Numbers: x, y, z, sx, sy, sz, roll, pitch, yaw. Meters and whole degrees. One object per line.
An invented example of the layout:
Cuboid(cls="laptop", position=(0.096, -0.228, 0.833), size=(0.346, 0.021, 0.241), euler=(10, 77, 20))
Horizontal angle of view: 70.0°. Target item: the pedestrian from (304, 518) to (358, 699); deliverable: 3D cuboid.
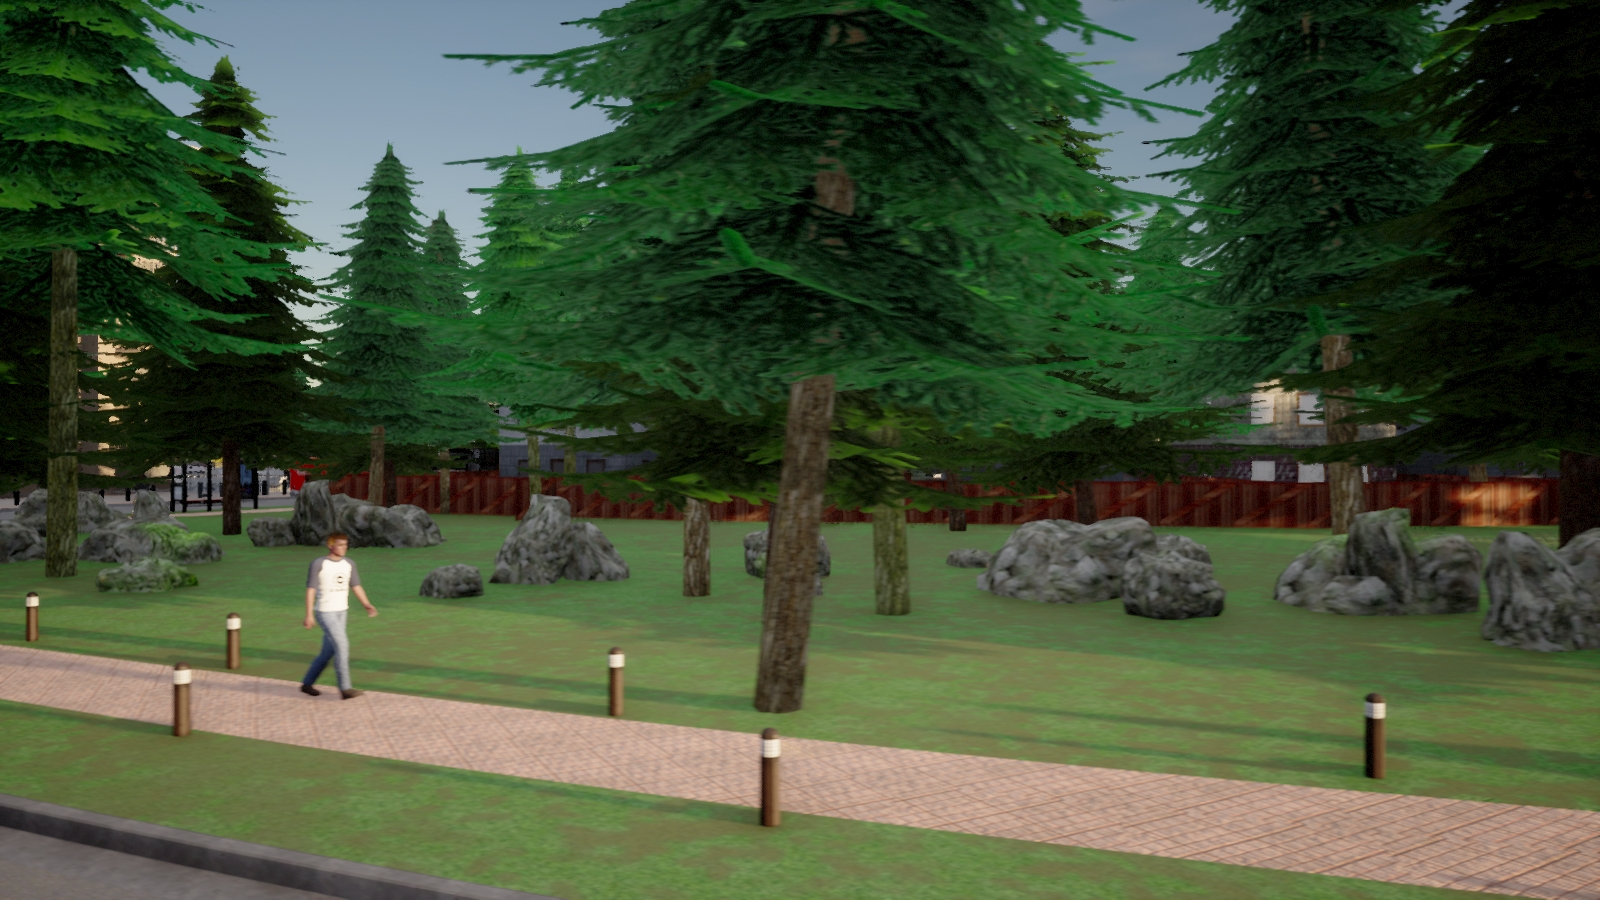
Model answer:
Cuboid(cls="pedestrian", position=(-5.000, 1.668, 12.186), size=(0.375, 1.860, 0.375), euler=(0, 0, 26))

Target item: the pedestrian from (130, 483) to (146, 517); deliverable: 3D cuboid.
Cuboid(cls="pedestrian", position=(-26.166, 1.972, 45.165), size=(0.375, 1.300, 0.375), euler=(0, 0, 24))
